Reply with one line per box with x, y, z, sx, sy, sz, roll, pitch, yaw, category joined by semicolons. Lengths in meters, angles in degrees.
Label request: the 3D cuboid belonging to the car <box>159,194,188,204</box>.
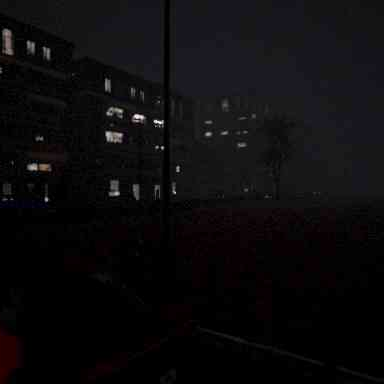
-2.626;0.979;48.037;1.947;1.339;4.313;2;2;35;car

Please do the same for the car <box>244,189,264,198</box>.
13.237;0.296;70.918;2.192;1.841;5.009;2;2;35;car

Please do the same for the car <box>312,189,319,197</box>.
26.465;0.410;75.304;2.008;1.369;4.403;1;2;35;car

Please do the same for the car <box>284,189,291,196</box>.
22.752;0.040;84.649;2.192;1.841;5.009;2;2;35;car

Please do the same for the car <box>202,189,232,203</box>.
4.025;0.529;52.981;2.150;2.045;5.566;0;1;35;car

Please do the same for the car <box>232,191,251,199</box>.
9.965;0.595;66.206;1.752;1.417;4.829;2;2;35;car

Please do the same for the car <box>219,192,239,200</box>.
6.890;0.719;61.770;1.947;1.339;4.313;2;2;35;car

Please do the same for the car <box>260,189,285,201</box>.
13.875;0.725;57.135;1.752;1.417;4.829;1;2;35;car

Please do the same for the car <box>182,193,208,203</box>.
0.546;0.877;52.614;2.008;1.369;4.403;2;2;35;car

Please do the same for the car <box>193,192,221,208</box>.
1.089;1.100;38.686;2.008;1.369;4.403;1;2;35;car

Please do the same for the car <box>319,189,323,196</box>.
32.810;0.128;84.456;1.967;1.590;4.097;1;2;35;car

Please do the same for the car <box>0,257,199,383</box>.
-2.032;1.554;4.316;4.507;1.381;1.887;0;0;36;car

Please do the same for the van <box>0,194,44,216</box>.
-15.312;1.104;29.723;1.690;1.788;3.998;2;2;35;van

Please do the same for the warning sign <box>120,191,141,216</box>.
-4.811;0.895;26.040;1.300;1.860;1.060;-1;0;35;warning sign

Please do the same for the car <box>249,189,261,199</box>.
11.363;0.683;58.253;2.128;1.511;4.902;0;1;35;car

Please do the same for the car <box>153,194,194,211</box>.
-2.083;1.181;34.108;1.887;1.381;4.507;1;2;35;car

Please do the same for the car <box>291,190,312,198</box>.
23.294;0.495;70.728;2.008;1.369;4.403;1;2;35;car

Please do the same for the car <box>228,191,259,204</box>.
7.433;0.926;47.841;2.008;1.369;4.403;1;2;35;car

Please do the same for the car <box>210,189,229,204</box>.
5.020;0.721;49.037;2.097;1.767;4.553;0;1;35;car

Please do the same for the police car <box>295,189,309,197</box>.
25.822;0.245;77.916;1.930;1.638;5.238;0;1;32;police car

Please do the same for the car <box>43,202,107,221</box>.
-8.426;1.378;24.956;1.947;1.339;4.313;1;2;35;car

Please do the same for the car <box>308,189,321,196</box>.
31.732;0.122;86.100;1.801;1.575;5.366;0;1;35;car
